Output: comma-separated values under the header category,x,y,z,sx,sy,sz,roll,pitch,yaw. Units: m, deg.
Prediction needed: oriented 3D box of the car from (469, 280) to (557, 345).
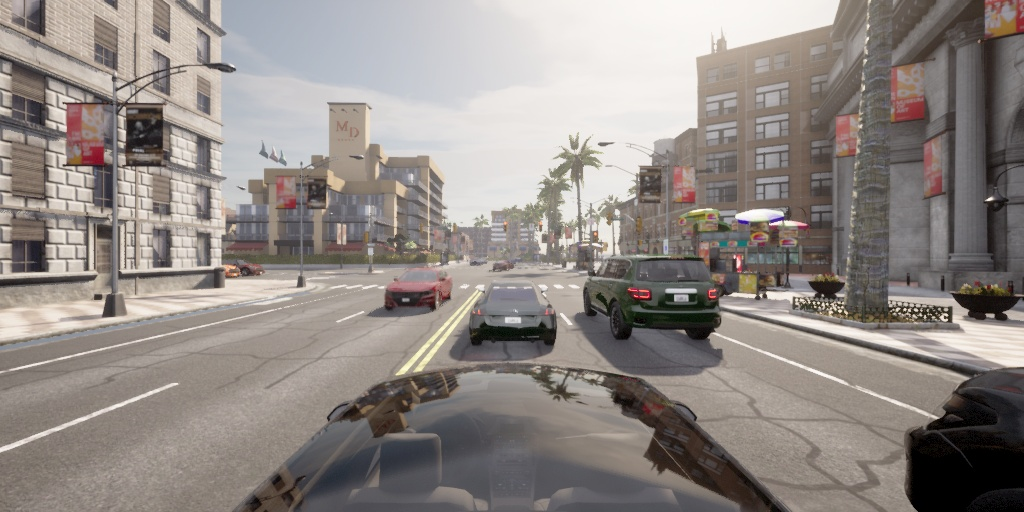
category,x,y,z,sx,sy,sz,roll,pitch,yaw
car,0.028,1.314,9.517,1.994,1.385,4.181,0,0,0

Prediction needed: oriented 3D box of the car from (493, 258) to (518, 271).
category,x,y,z,sx,sy,sz,roll,pitch,yaw
car,-1.171,1.274,48.689,1.812,1.442,4.674,0,0,19

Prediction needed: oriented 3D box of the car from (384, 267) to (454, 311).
category,x,y,z,sx,sy,sz,roll,pitch,yaw
car,-3.635,1.227,14.747,1.882,1.535,5.008,0,0,0

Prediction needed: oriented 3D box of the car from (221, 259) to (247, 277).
category,x,y,z,sx,sy,sz,roll,pitch,yaw
car,-27.274,1.101,32.385,4.553,1.767,2.097,0,0,-1

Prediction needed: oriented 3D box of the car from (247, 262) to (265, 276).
category,x,y,z,sx,sy,sz,roll,pitch,yaw
car,-27.401,1.101,35.886,4.553,1.767,2.097,0,0,-1

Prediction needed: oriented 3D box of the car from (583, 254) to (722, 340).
category,x,y,z,sx,sy,sz,roll,pitch,yaw
car,3.529,0.971,10.152,2.150,2.045,5.566,0,0,0
